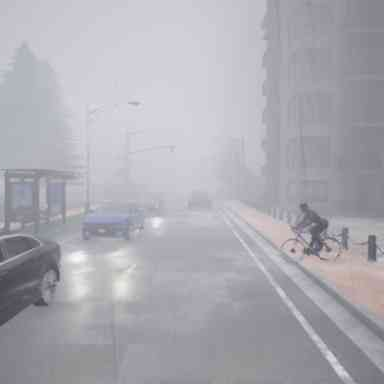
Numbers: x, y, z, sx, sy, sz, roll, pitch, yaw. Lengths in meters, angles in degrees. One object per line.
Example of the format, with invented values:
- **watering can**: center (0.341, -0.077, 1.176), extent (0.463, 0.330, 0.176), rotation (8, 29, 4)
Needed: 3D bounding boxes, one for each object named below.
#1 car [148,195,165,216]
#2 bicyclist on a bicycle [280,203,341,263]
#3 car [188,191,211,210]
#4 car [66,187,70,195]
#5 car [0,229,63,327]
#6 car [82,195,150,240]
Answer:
- **car**: center (-3.085, 0.931, 25.099), extent (1.812, 1.442, 4.674), rotation (0, 1, 1)
- **bicyclist on a bicycle**: center (3.200, 1.119, 8.992), extent (1.656, 1.620, 0.582), rotation (-2, 1, 1)
- **car**: center (0.706, 0.641, 30.971), extent (2.097, 1.767, 4.553), rotation (0, 1, 1)
- **car**: center (-23.815, -0.338, 60.138), extent (1.932, 1.855, 4.605), rotation (0, 1, 0)
- **car**: center (-3.539, 1.362, 4.749), extent (2.128, 1.511, 4.902), rotation (0, 1, 1)
- **car**: center (-3.324, 1.117, 14.871), extent (1.882, 1.535, 5.008), rotation (0, 1, 1)
